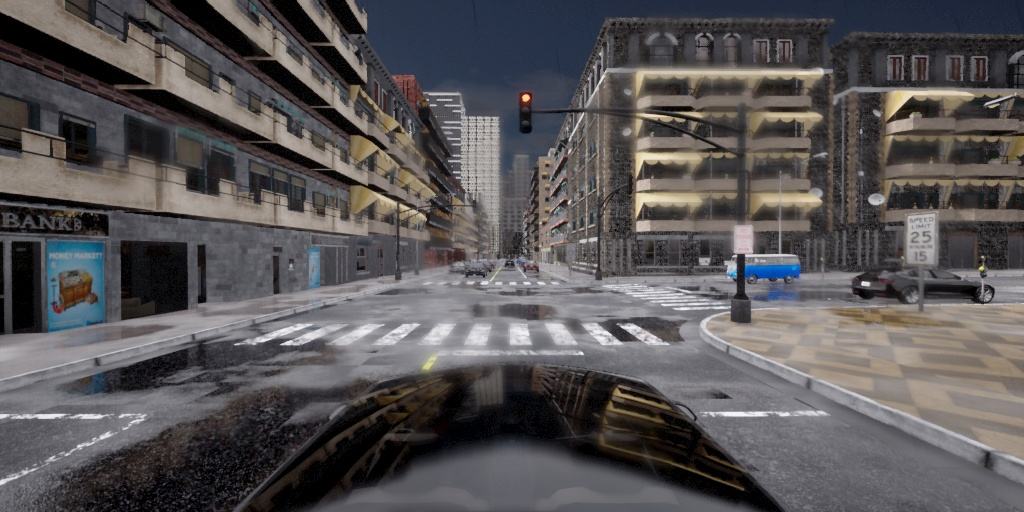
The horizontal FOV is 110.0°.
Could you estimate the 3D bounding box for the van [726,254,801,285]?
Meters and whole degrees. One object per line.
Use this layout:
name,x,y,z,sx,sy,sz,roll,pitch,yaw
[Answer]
van,15.505,0.783,22.214,3.998,1.789,1.690,0,0,-1

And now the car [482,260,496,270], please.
car,-3.486,1.365,54.730,1.895,1.301,4.718,0,0,0

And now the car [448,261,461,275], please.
car,-5.975,1.305,39.937,2.007,1.370,4.403,0,0,0

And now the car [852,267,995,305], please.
car,15.686,1.077,13.836,4.313,1.339,1.948,0,0,-1

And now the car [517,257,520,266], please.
car,2.240,1.320,62.105,2.007,1.370,4.403,0,0,0

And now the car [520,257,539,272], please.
car,2.364,1.198,45.522,1.967,1.591,4.097,0,0,0

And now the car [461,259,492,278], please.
car,-3.340,1.300,34.536,2.033,1.411,5.357,0,0,0

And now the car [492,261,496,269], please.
car,-3.416,1.305,44.620,2.033,1.411,5.357,0,0,0
